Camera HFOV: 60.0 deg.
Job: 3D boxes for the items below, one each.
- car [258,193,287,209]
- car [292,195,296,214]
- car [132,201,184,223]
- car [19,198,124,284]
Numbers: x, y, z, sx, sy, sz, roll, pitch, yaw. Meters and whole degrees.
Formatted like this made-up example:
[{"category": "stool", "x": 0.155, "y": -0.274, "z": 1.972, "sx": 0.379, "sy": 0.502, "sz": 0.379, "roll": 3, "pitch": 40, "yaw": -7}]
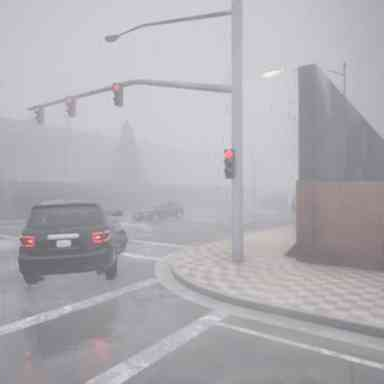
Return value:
[{"category": "car", "x": 10.879, "y": 1.205, "z": 44.493, "sx": 2.150, "sy": 2.045, "sz": 5.566, "roll": 0, "pitch": 0, "yaw": 36}, {"category": "car", "x": 11.923, "y": 1.188, "z": 33.641, "sx": 2.150, "sy": 2.045, "sz": 5.566, "roll": 0, "pitch": 0, "yaw": 36}, {"category": "car", "x": -2.535, "y": 1.482, "z": 25.816, "sx": 1.837, "sy": 1.490, "sz": 4.892, "roll": 0, "pitch": 1, "yaw": 36}, {"category": "car", "x": -3.278, "y": 1.209, "z": 9.862, "sx": 2.150, "sy": 2.045, "sz": 5.566, "roll": -2, "pitch": 1, "yaw": -11}]
